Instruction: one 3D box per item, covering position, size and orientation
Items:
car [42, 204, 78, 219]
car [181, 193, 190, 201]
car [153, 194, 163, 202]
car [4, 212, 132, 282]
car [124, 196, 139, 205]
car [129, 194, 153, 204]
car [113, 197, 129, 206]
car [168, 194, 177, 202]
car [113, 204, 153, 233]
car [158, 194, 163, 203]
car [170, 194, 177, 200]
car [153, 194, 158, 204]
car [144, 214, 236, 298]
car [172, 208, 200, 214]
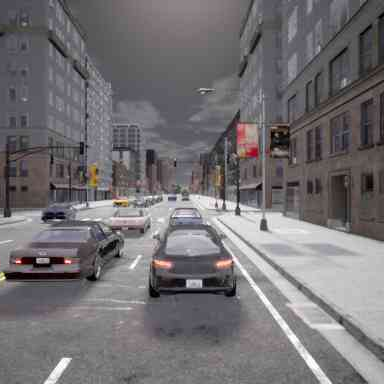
[{"bbox_3d":[-10.290,1.606,26.170,1.895,1.301,4.718,0,0,-11],"label":"car"},{"bbox_3d":[-1.592,1.612,80.813,1.895,1.301,4.718,0,0,-1],"label":"car"},{"bbox_3d":[-8.068,1.362,79.492,2.097,1.767,4.553,0,0,-1],"label":"car"},{"bbox_3d":[-3.313,1.548,9.783,2.033,1.411,5.357,0,0,-1],"label":"car"},{"bbox_3d":[-11.001,1.545,60.733,1.812,1.442,4.674,0,0,-1],"label":"car"},{"bbox_3d":[-7.568,1.508,50.038,2.128,1.511,4.902,0,0,-1],"label":"car"},{"bbox_3d":[-10.851,1.495,51.511,1.882,1.535,5.008,0,0,-1],"label":"car"},{"bbox_3d":[-4.833,1.494,80.301,1.882,1.535,5.008,0,0,-1],"label":"car"},{"bbox_3d":[-3.510,1.605,19.448,1.895,1.301,4.718,0,0,-1],"label":"car"},{"bbox_3d":[-7.863,1.546,69.261,2.128,1.511,4.902,0,0,-1],"label":"car"},{"bbox_3d":[-5.043,1.388,90.719,1.837,1.490,4.892,0,0,-1],"label":"car"},{"bbox_3d":[-7.738,1.511,59.391,2.128,1.511,4.902,0,0,-1],"label":"car"},{"bbox_3d":[-0.037,1.527,8.444,1.812,1.442,4.674,0,0,-2],"label":"car"},{"bbox_3d":[-0.331,1.551,18.031,2.033,1.411,5.357,0,0,-1],"label":"car"}]
